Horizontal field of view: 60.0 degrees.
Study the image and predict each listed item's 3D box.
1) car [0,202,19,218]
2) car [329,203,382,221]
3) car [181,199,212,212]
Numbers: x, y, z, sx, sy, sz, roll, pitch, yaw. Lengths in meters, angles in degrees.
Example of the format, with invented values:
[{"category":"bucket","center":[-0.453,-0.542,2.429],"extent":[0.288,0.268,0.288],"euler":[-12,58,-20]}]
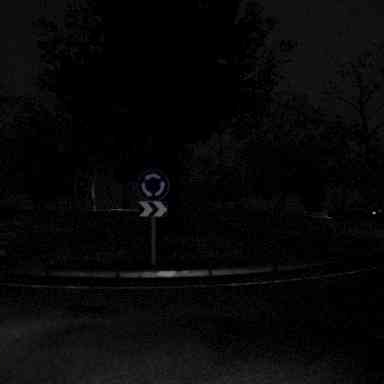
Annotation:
[{"category":"car","center":[-16.648,1.523,27.377],"extent":[1.812,1.442,4.674],"euler":[-1,0,24]},{"category":"car","center":[13.177,1.561,27.125],"extent":[1.994,1.385,4.181],"euler":[0,0,-18]},{"category":"car","center":[-0.193,1.488,37.344],"extent":[4.902,1.511,2.128],"euler":[0,0,8]}]
